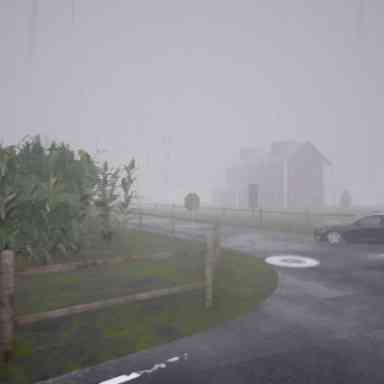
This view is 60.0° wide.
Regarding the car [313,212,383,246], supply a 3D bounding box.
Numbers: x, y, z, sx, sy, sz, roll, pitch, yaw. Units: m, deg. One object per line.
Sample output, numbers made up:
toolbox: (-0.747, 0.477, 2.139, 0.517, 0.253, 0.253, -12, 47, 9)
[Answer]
car: (8.246, 1.684, 15.298, 5.008, 1.535, 1.882, 0, 2, 18)
